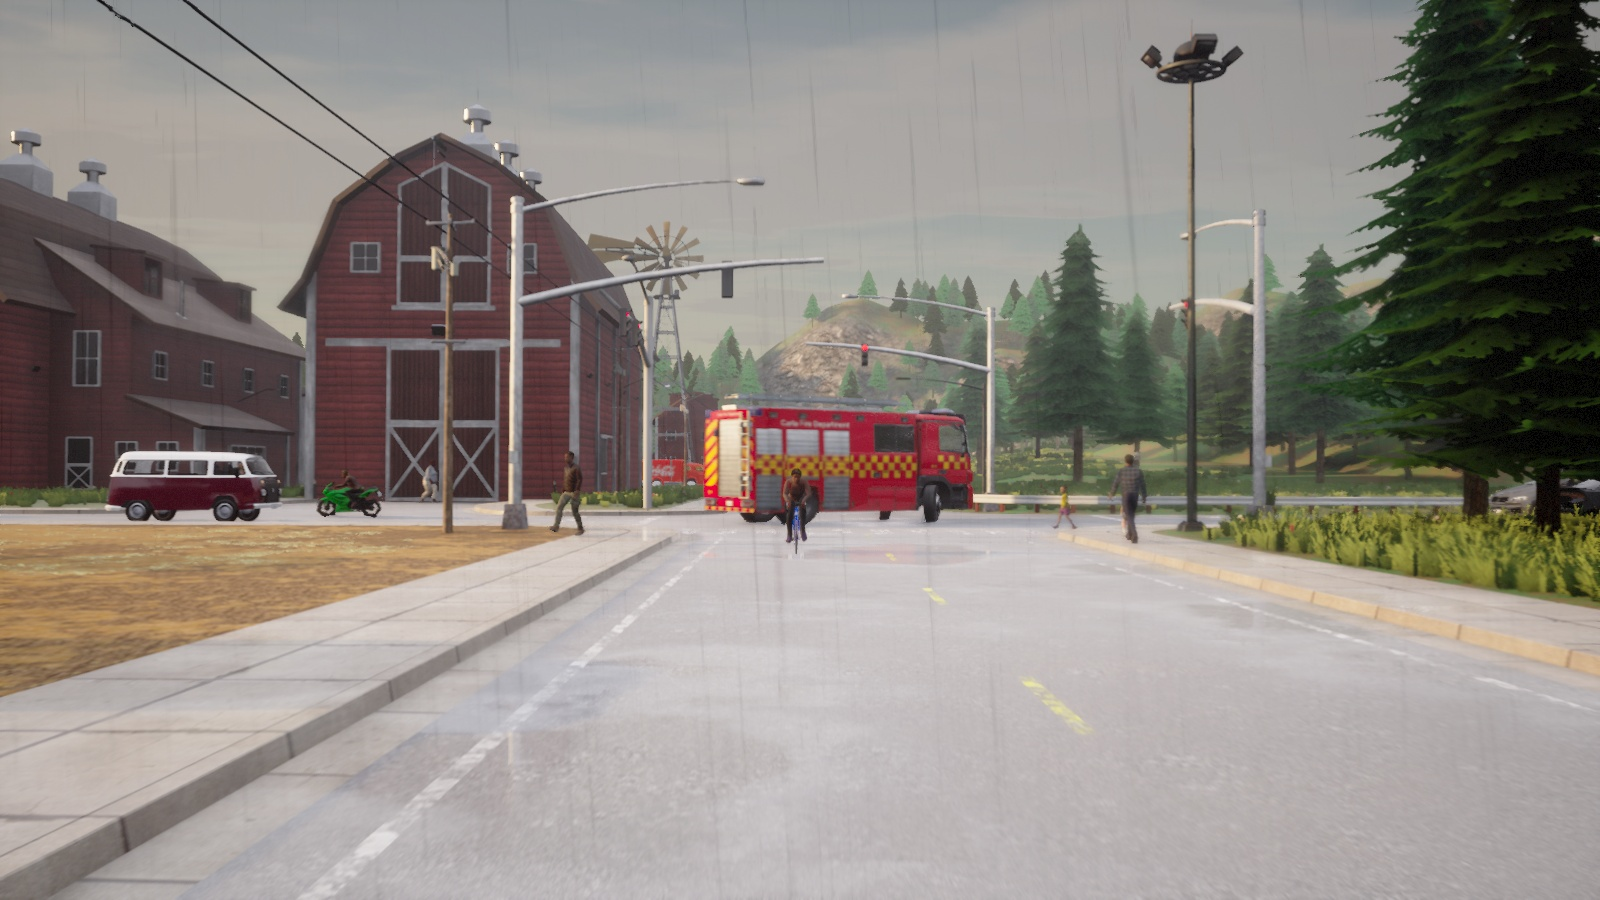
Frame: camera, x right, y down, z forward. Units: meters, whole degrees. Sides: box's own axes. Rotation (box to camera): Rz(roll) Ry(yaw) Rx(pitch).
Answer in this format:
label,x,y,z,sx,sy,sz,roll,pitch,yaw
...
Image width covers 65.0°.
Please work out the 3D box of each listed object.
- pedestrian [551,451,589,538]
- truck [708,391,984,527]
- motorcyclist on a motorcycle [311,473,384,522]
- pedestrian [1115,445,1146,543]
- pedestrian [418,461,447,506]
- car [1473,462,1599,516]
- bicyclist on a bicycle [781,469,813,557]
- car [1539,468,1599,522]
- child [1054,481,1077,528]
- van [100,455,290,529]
label,x,y,z,sx,sy,sz,roll,pitch,yaw
pedestrian,-4.914,0.949,26.882,0.431,1.840,0.703,-1,-1,35
truck,1.559,0.301,38.873,8.468,3.827,2.891,1,-1,-35
motorcyclist on a motorcycle,-14.319,1.499,39.770,2.044,1.523,0.797,0,-1,-1
pedestrian,6.715,0.884,25.542,0.423,1.949,0.788,0,-1,2
pedestrian,-15.333,1.399,52.421,0.900,1.855,0.874,0,-1,9
car,24.651,1.234,40.577,4.611,1.667,2.242,0,-1,-1
bicyclist on a bicycle,-0.059,1.183,24.040,0.582,1.620,1.656,0,-1,0
car,24.868,1.306,37.078,5.008,1.535,1.882,0,-1,-1
child,6.634,1.363,31.396,0.473,1.160,0.299,0,-1,-6
van,-17.359,1.202,36.211,4.480,2.038,2.069,0,-1,-1
